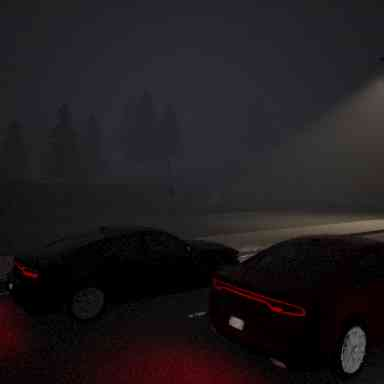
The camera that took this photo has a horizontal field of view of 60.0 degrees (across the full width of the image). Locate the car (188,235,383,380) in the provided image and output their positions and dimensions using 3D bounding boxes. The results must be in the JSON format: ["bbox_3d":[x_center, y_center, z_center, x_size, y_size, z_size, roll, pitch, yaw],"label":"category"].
[{"bbox_3d":[2.563,1.477,5.574,5.008,1.535,1.882,0,0,-36],"label":"car"}]

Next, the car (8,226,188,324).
[{"bbox_3d":[-1.135,1.478,7.236,5.008,1.535,1.882,0,0,-36],"label":"car"}]
